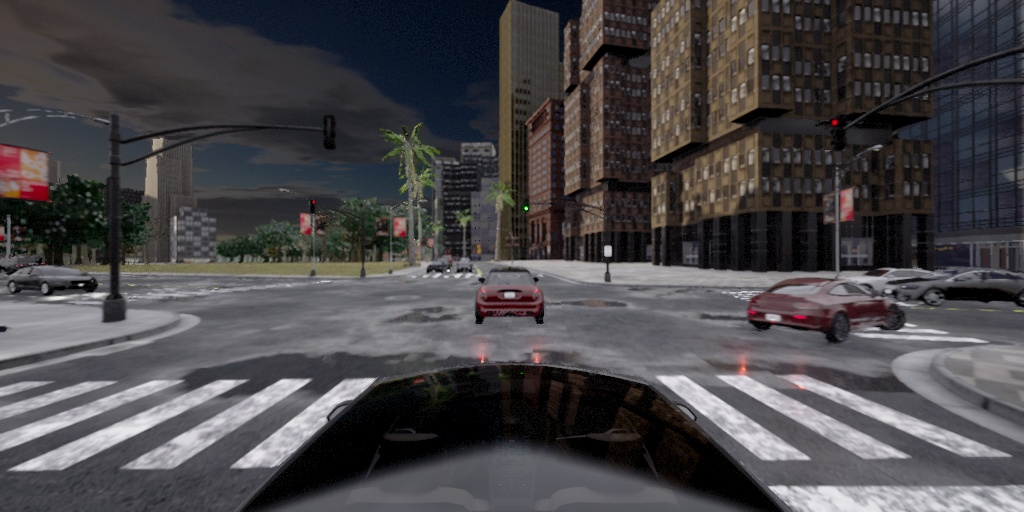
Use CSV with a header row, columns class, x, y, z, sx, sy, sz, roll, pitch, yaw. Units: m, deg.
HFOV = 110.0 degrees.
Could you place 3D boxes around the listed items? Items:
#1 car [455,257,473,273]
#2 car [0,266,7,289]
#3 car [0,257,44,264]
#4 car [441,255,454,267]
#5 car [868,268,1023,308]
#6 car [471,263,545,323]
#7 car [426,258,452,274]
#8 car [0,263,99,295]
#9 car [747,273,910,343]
class,x,y,z,sx,sy,sz,roll,pitch,yaw
car,-5.533,1.232,42.202,1.837,1.490,4.892,0,0,-6
car,-35.146,1.363,22.657,5.357,1.411,2.033,0,0,15
car,-51.840,1.079,37.576,5.566,2.045,2.150,0,0,15
car,-9.851,1.034,51.517,2.097,1.767,4.553,0,0,-7
car,18.659,1.269,14.893,4.902,1.511,2.128,0,0,15
car,-0.111,1.162,12.557,2.097,1.767,4.553,0,0,-1
car,-8.778,1.275,42.235,2.033,1.411,5.357,0,0,-3
car,-25.641,1.315,20.039,4.892,1.490,1.837,0,0,15
car,8.344,1.307,9.642,4.674,1.442,1.812,0,-2,-26
